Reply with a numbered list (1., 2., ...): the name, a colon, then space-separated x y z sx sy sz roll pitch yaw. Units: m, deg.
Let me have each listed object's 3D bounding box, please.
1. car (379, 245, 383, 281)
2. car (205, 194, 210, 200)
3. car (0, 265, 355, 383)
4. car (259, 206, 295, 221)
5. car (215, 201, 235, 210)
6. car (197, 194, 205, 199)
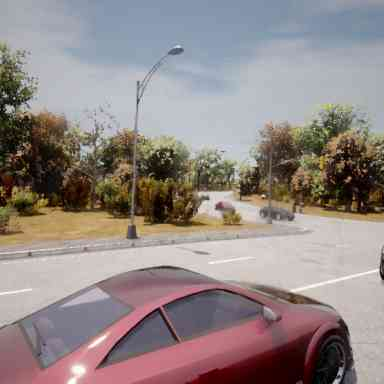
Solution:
1. car: 6.967 1.486 8.771 4.553 1.767 2.097 2 -1 -36
2. car: 3.106 1.124 78.681 2.128 1.511 4.902 2 2 -1
3. car: -0.051 1.571 3.713 4.181 1.385 1.994 0 0 -36
4. car: 9.342 2.297 36.721 1.837 1.490 4.892 3 -1 -23
5. car: 4.833 2.120 48.911 1.812 1.442 4.674 3 1 -17
6. car: 0.657 1.229 67.566 2.097 1.767 4.553 2 2 -9
